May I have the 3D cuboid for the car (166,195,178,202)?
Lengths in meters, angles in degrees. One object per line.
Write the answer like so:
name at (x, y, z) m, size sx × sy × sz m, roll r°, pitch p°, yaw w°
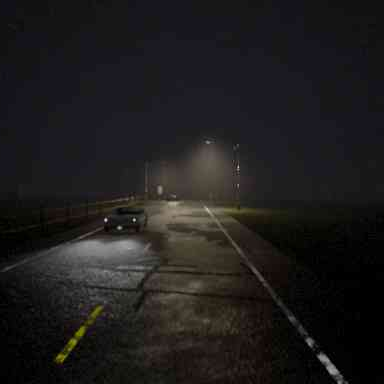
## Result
car at (-3.552, 1.159, 60.702) m, size 1.994 × 1.385 × 4.181 m, roll 0°, pitch 0°, yaw 1°

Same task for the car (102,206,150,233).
car at (-3.604, 1.472, 18.811) m, size 1.895 × 1.301 × 4.718 m, roll 0°, pitch 0°, yaw 0°
